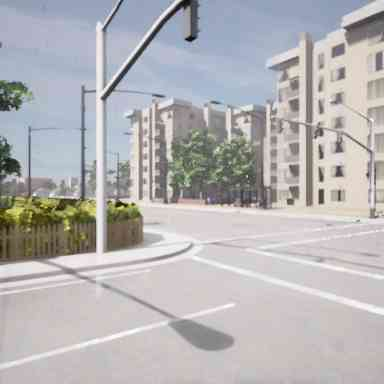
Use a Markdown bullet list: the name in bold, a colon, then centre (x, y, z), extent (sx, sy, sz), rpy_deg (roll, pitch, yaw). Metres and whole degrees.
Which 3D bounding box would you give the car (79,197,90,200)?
- **car**: centre (-15.909, 1.523, 49.217), extent (1.812, 1.442, 4.674), rpy_deg (0, 0, -35)
